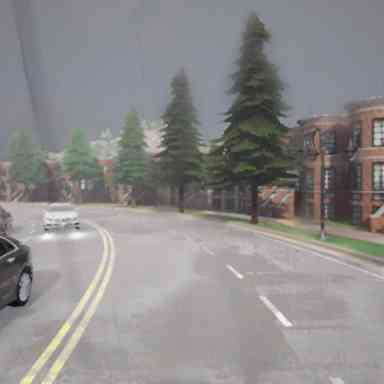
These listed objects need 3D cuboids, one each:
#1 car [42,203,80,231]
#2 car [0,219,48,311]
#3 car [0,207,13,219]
[{"bbox_3d":[-7.667,1.369,19.484,1.812,1.442,4.674,0,1,-24],"label":"car"},{"bbox_3d":[-4.006,1.464,4.975,1.837,1.490,4.892,0,1,-5],"label":"car"},{"bbox_3d":[-10.378,1.432,16.974,1.994,1.385,4.181,0,1,-23],"label":"car"}]
